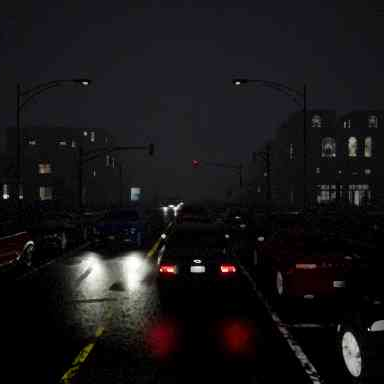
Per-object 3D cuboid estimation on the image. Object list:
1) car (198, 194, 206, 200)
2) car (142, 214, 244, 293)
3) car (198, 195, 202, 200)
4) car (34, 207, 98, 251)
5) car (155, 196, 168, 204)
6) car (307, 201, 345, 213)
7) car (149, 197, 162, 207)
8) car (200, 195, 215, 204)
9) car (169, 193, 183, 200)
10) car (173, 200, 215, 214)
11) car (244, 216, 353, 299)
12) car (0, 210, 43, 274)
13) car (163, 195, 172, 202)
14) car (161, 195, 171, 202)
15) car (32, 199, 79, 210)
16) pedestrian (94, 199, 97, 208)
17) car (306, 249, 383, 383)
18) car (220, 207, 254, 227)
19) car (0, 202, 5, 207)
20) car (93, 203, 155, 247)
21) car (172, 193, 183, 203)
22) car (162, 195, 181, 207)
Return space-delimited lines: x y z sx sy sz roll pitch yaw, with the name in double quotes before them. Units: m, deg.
"car" 2.637 1.458 90.720 1.967 1.590 4.097 0 0 0
"car" 0.098 1.548 8.976 2.033 1.411 5.357 0 0 0
"car" 2.654 1.590 63.109 1.802 1.307 4.206 0 0 0
"car" -5.696 1.552 13.997 2.008 1.369 4.403 0 0 0
"car" -5.727 1.559 63.118 2.008 1.369 4.403 0 0 0
"car" 14.787 1.653 37.261 4.181 1.385 1.994 0 0 1
"car" -5.720 1.588 52.075 1.802 1.307 4.206 0 0 0
"car" 2.661 1.572 52.067 1.947 1.339 4.313 0 0 0
"car" -3.105 1.500 61.466 2.128 1.511 4.902 0 0 0
"car" 0.087 1.480 19.441 1.882 1.535 5.008 0 0 0
"car" 2.688 1.546 8.293 1.887 1.381 4.507 0 0 0
"car" -5.691 1.441 8.305 1.967 1.590 4.097 0 0 0
"car" -5.737 1.539 79.515 1.752 1.417 4.829 0 0 0
"car" -5.733 1.452 74.162 1.967 1.590 4.097 0 0 0
"car" -14.034 1.465 34.344 4.674 1.442 1.812 0 0 4
"pedestrian" -12.579 1.415 43.203 0.375 1.300 0.375 0 -1 1
"car" 2.692 1.551 2.601 2.008 1.369 4.403 0 0 0
"car" 2.681 1.553 19.677 2.008 1.369 4.403 0 0 0
"car" -25.477 1.447 40.451 4.829 1.417 1.752 0 -1 1
"car" -3.083 1.479 15.274 1.882 1.535 5.008 0 0 0
"car" -3.046 1.236 72.122 2.150 2.045 5.566 0 0 0
"car" -3.141 1.532 51.114 1.812 1.442 4.674 0 0 1
